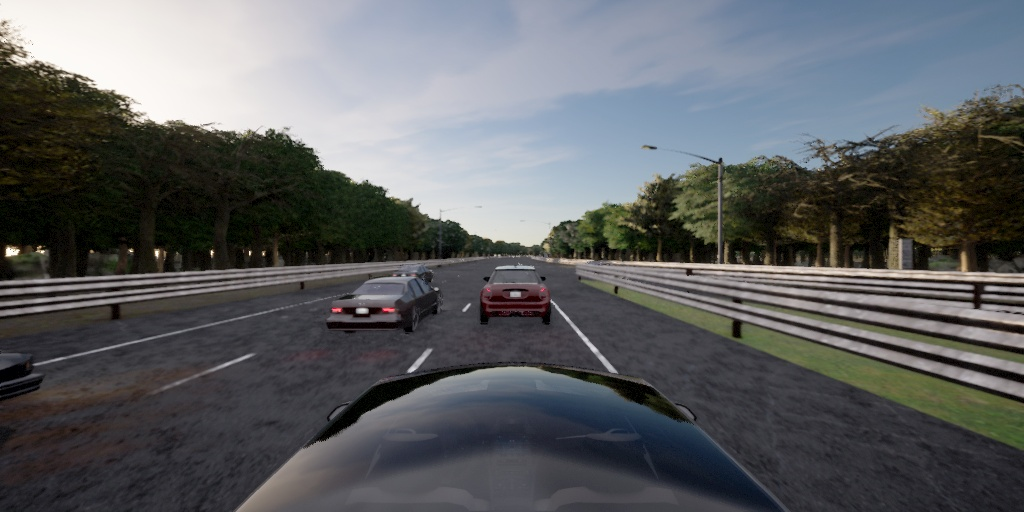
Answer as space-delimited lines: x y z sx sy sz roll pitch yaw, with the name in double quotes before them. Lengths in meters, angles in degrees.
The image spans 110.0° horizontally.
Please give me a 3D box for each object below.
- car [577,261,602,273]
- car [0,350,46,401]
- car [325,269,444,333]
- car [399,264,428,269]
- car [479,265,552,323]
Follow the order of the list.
"car" 9.337 1.344 41.902 2.033 1.411 5.357 0 0 -11
"car" -6.908 1.260 2.047 2.033 1.411 5.357 0 0 0
"car" -3.404 1.295 10.661 2.033 1.411 5.357 0 0 0
"car" -6.898 1.291 25.382 2.033 1.411 5.357 0 0 0
"car" 0.100 1.099 12.199 2.097 1.767 4.553 0 0 0
